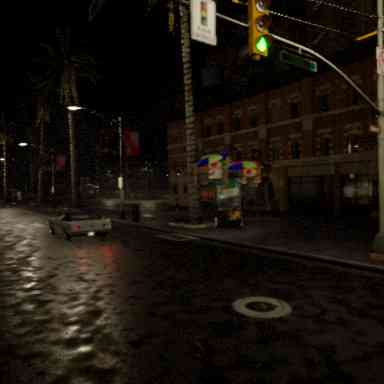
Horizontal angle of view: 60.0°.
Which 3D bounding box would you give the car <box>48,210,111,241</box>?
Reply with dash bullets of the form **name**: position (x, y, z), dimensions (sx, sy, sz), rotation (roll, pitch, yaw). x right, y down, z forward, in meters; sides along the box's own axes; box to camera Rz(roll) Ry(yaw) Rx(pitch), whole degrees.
- **car**: position (-5.746, 1.565, 16.549), dimensions (1.895, 1.301, 4.718), rotation (-1, 1, -35)
